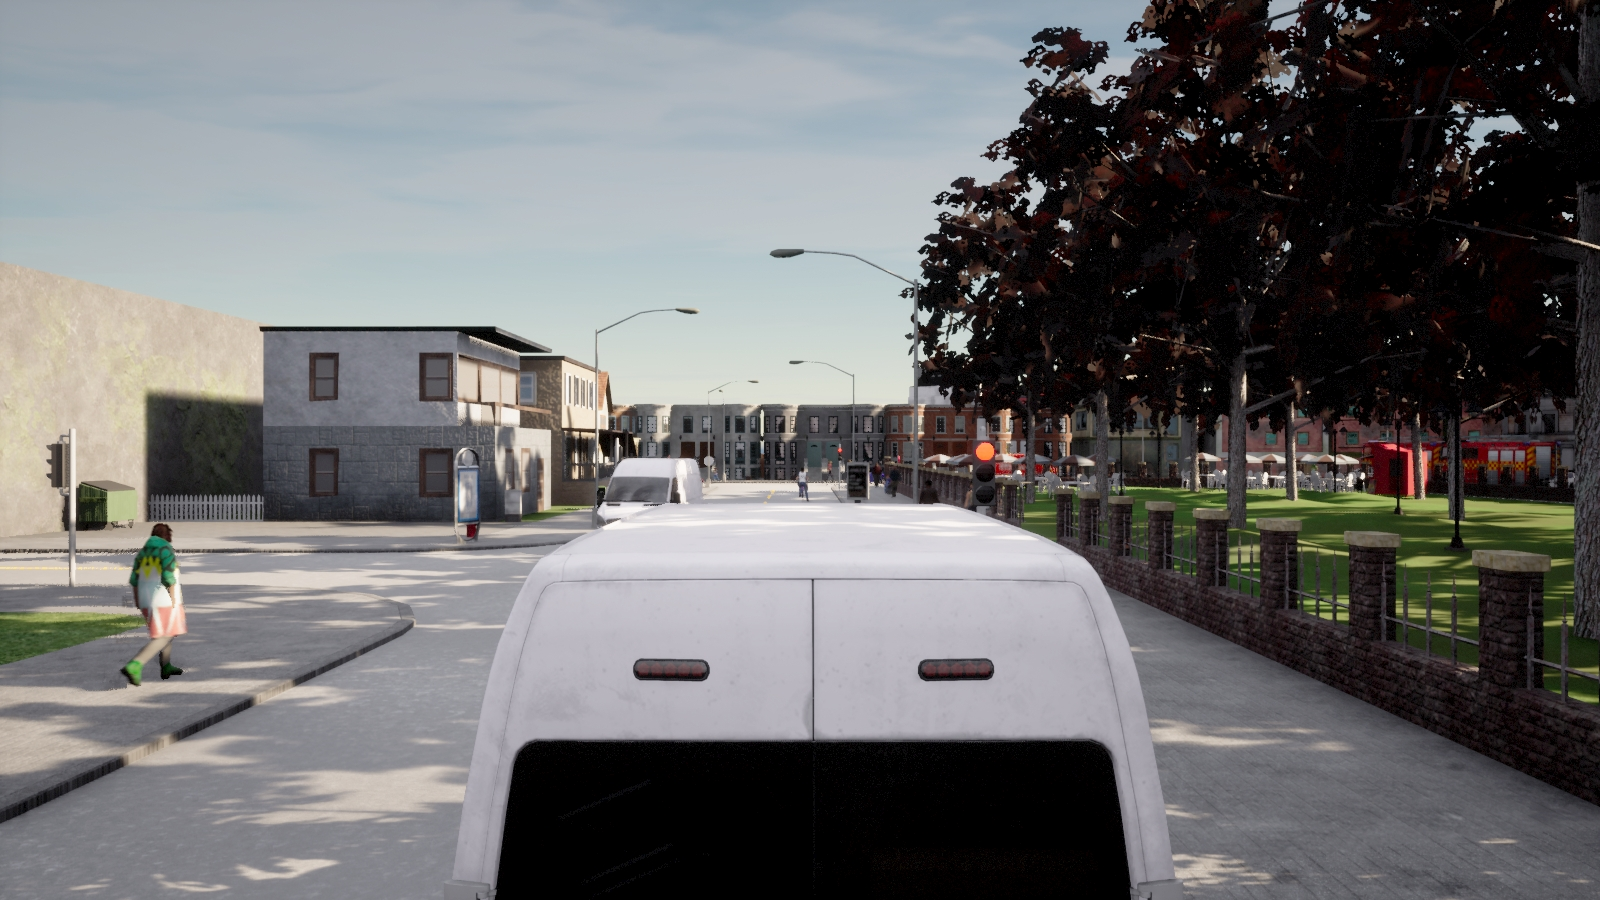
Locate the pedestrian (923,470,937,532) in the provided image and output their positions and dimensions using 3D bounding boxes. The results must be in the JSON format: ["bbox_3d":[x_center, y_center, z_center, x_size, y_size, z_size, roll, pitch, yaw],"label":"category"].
[{"bbox_3d":[3.918,1.525,34.419,0.375,1.860,0.375,0,0,0],"label":"pedestrian"}]

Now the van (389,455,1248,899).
[{"bbox_3d":[0.036,1.314,5.605,1.988,2.561,5.915,0,0,0],"label":"van"}]

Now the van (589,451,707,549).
[{"bbox_3d":[-4.265,1.315,33.071,1.988,2.561,5.915,0,0,7],"label":"van"}]

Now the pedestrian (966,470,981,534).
[{"bbox_3d":[5.100,1.525,33.582,0.375,1.860,0.375,0,0,-4],"label":"pedestrian"}]

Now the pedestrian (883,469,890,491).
[{"bbox_3d":[5.256,1.805,69.066,0.375,1.300,0.375,0,0,-3],"label":"pedestrian"}]

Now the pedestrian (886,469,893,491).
[{"bbox_3d":[5.341,1.804,68.265,0.375,1.300,0.375,0,0,-8],"label":"pedestrian"}]

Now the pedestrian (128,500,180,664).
[{"bbox_3d":[-7.508,1.516,13.274,0.375,1.860,0.375,0,0,23],"label":"pedestrian"}]

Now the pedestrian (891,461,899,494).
[{"bbox_3d":[5.239,1.525,63.238,0.375,1.860,0.375,0,0,-7],"label":"pedestrian"}]
